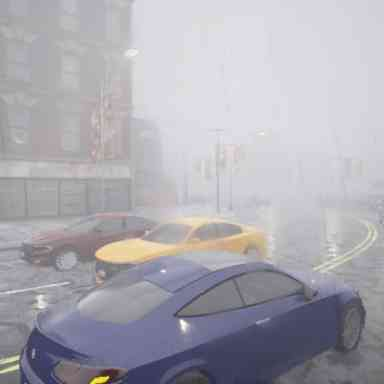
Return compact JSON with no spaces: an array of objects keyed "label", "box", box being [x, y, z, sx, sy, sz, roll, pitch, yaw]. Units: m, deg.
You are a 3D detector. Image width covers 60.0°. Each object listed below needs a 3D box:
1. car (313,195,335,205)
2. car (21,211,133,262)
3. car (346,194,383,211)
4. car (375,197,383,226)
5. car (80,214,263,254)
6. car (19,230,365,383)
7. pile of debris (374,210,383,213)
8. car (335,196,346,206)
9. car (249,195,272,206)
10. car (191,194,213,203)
[{"label":"car","box":[20.197,1.116,49.862,2.002,1.452,4.674,0,0,-16]},{"label":"car","box":[-2.829,1.442,10.916,5.008,1.535,1.882,-1,1,-41]},{"label":"car","box":[18.824,1.033,35.445,2.097,1.767,4.553,0,0,1]},{"label":"car","box":[12.383,1.286,19.879,1.882,1.535,5.008,0,0,24]},{"label":"car","box":[-0.061,1.434,8.728,5.008,1.535,1.882,-1,1,-42]},{"label":"car","box":[0.408,1.501,4.278,4.674,1.442,1.812,-1,0,-38]},{"label":"pile of debris","box":[18.972,1.871,32.378,1.500,0.140,1.860,0,0,3]},{"label":"car","box":[21.505,1.210,44.283,1.895,1.301,4.718,0,0,-6]},{"label":"car","box":[9.868,1.203,48.493,1.812,1.442,4.674,0,0,-17]},{"label":"car","box":[1.749,1.164,58.297,1.882,1.535,5.008,-1,0,-31]}]
